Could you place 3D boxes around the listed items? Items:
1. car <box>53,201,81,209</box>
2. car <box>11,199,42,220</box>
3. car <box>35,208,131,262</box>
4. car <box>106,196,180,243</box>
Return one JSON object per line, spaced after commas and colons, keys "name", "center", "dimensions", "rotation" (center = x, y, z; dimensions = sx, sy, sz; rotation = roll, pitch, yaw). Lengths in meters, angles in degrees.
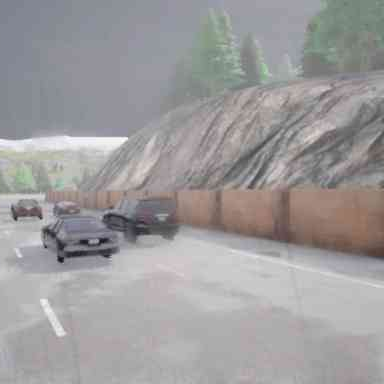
{"name": "car", "center": [-11.575, 1.517, 30.768], "dimensions": [1.812, 1.442, 4.674], "rotation": [0, 0, -31]}
{"name": "car", "center": [-13.860, 1.335, 27.792], "dimensions": [2.097, 1.767, 4.553], "rotation": [0, 0, -31]}
{"name": "car", "center": [-4.267, 1.545, 12.236], "dimensions": [2.033, 1.411, 5.357], "rotation": [0, 0, -31]}
{"name": "car", "center": [-2.656, 1.227, 16.332], "dimensions": [2.150, 2.045, 5.566], "rotation": [0, 0, -31]}
